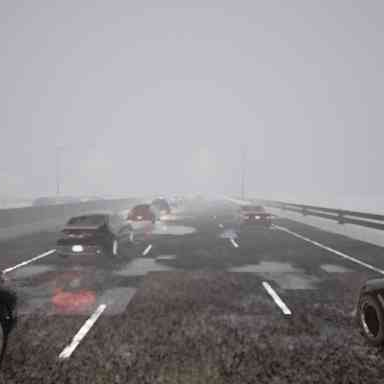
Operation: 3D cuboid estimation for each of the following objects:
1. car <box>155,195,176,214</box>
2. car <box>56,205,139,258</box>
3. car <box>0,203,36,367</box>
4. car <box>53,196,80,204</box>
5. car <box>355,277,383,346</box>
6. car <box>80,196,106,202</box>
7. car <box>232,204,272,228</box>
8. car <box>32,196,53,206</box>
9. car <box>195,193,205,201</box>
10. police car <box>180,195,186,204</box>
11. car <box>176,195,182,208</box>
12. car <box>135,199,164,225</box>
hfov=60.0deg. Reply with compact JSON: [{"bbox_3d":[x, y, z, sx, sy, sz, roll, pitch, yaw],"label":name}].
[{"bbox_3d":[-3.135,1.336,34.436,2.033,1.649,4.856,0,0,1],"label":"car"},{"bbox_3d":[-3.447,1.466,12.502,1.837,1.490,4.892,0,0,0],"label":"car"},{"bbox_3d":[-3.390,1.211,2.063,2.150,2.045,5.566,0,0,0],"label":"car"},{"bbox_3d":[-16.916,1.366,46.533,2.128,1.511,4.902,0,0,2],"label":"car"},{"bbox_3d":[3.616,1.553,3.659,1.994,1.385,4.181,0,0,0],"label":"car"},{"bbox_3d":[-13.417,1.369,46.526,2.128,1.511,4.902,0,0,2],"label":"car"},{"bbox_3d":[3.750,1.487,21.385,2.033,1.411,5.357,0,0,1],"label":"car"},{"bbox_3d":[-20.420,1.352,46.400,1.882,1.535,5.008,0,0,2],"label":"car"},{"bbox_3d":[1.718,1.253,76.377,1.812,1.442,4.674,0,0,3],"label":"car"},{"bbox_3d":[-2.544,1.376,56.364,2.038,1.542,4.974,0,0,2],"label":"police car"},{"bbox_3d":[-2.873,1.487,45.431,1.895,1.301,4.718,0,0,2],"label":"car"},{"bbox_3d":[-3.326,1.458,23.469,1.812,1.442,4.674,0,0,1],"label":"car"}]
